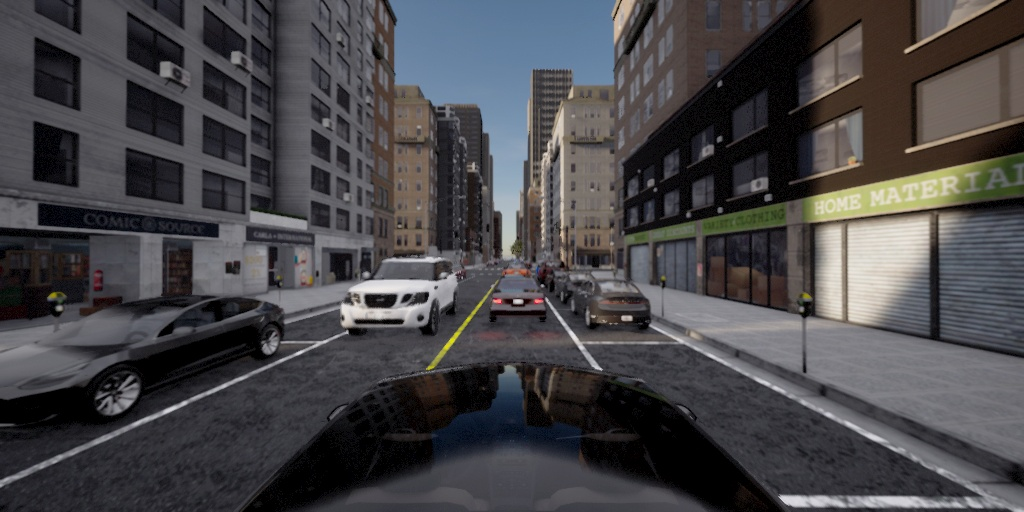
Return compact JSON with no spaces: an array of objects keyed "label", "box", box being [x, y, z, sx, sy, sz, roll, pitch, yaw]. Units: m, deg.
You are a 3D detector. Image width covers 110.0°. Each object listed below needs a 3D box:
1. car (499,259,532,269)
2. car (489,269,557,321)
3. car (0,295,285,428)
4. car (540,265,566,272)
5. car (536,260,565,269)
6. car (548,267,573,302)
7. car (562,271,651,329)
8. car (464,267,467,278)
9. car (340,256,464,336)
[{"label":"car","box":[0.351,1.265,27.710,2.097,1.767,4.553,0,0,1]},{"label":"car","box":[0.199,1.367,12.729,2.033,1.411,5.357,0,0,1]},{"label":"car","box":[-5.641,1.341,5.838,1.948,1.339,4.313,0,0,1]},{"label":"car","box":[3.054,1.445,22.332,1.948,1.339,4.313,0,0,1]},{"label":"car","box":[3.111,1.229,27.856,2.192,1.841,5.009,0,0,1]},{"label":"car","box":[2.998,1.395,16.809,2.007,1.370,4.403,0,0,1]},{"label":"car","box":[2.941,1.361,11.286,2.007,1.370,4.403,0,0,1]},{"label":"car","box":[-5.358,1.388,33.461,1.967,1.591,4.097,0,0,1]},{"label":"car","box":[-3.021,1.029,10.960,2.150,2.045,5.566,0,0,1]}]
